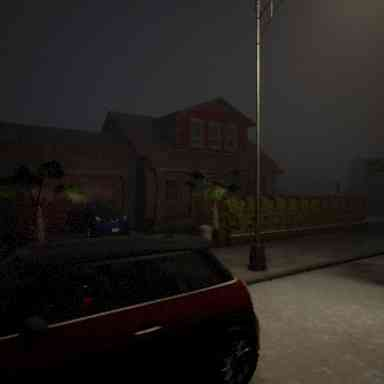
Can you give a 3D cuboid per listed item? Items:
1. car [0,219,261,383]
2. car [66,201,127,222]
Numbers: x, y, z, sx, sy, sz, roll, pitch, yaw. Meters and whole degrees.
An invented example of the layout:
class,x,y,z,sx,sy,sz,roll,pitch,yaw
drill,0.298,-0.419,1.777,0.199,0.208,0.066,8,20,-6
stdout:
class,x,y,z,sx,sy,sz,roll,pitch,yaw
car,-1.422,1.352,3.582,4.553,1.767,2.097,0,0,-36
car,-4.134,1.174,14.517,1.845,1.501,3.633,0,0,-38
